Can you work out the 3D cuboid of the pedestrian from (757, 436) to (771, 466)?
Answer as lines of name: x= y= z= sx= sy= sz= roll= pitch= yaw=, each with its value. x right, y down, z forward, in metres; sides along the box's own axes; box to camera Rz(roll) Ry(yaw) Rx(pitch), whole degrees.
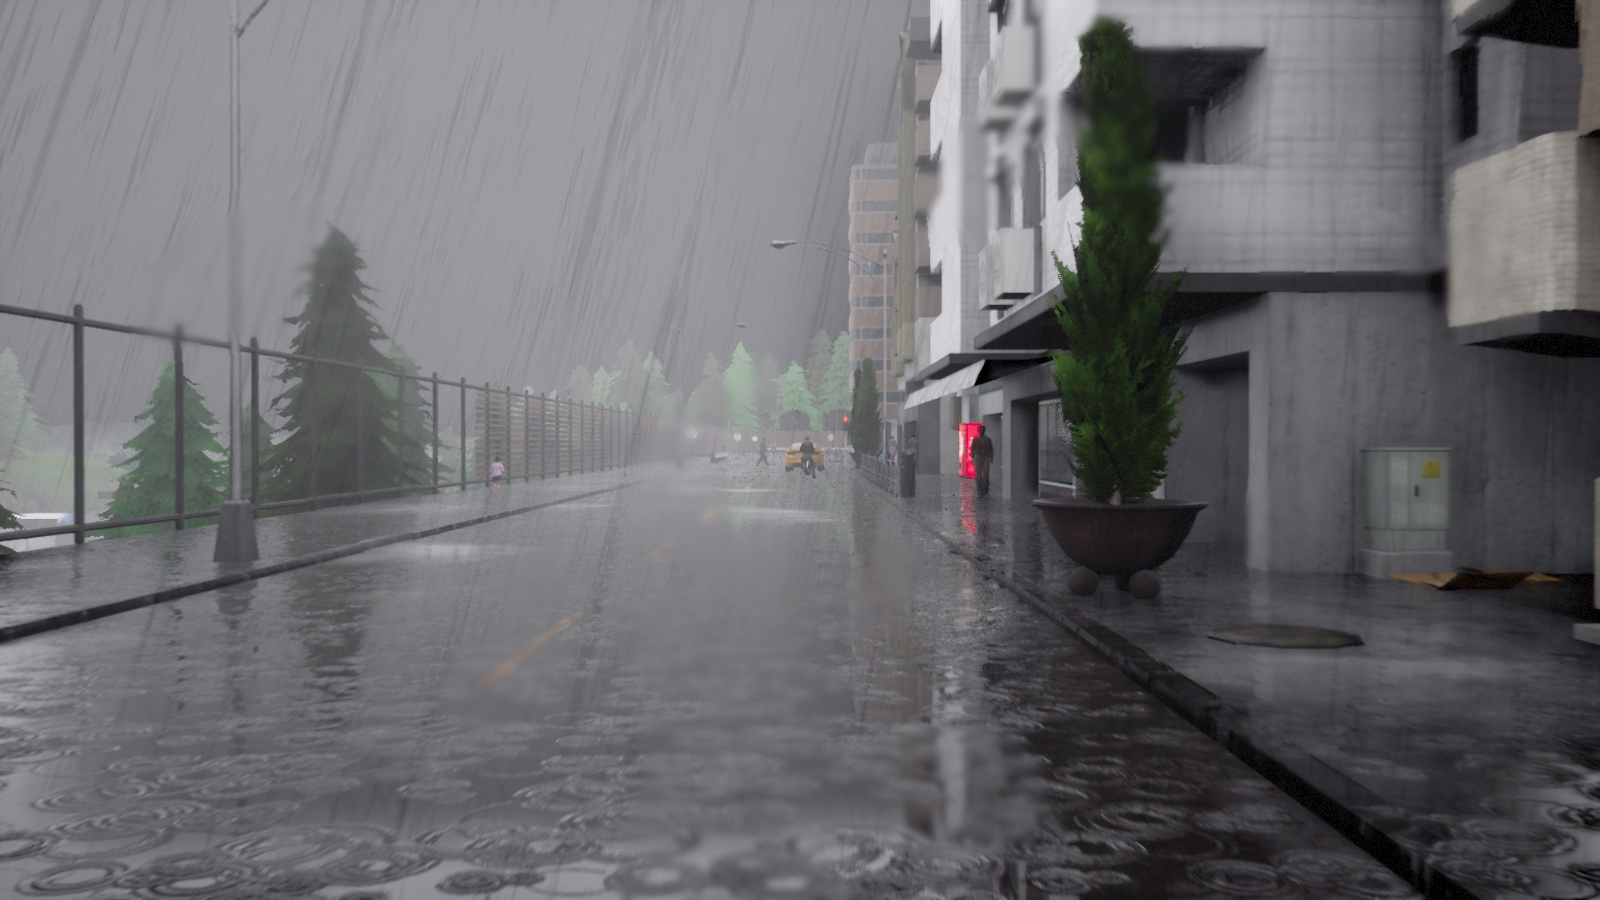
pedestrian: x=-2.232 y=0.070 z=77.537 sx=0.694 sy=1.848 sz=0.540 roll=0 pitch=0 yaw=-18

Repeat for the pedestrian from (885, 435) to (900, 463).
pedestrian: x=6.368 y=-0.070 z=86.173 sx=0.659 sy=1.952 sz=0.873 roll=0 pitch=0 yaw=34

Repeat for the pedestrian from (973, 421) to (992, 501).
pedestrian: x=4.475 y=0.271 z=30.777 sx=0.402 sy=1.930 sz=0.666 roll=0 pitch=0 yaw=2

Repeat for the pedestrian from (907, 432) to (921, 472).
pedestrian: x=5.501 y=0.088 z=60.692 sx=0.659 sy=1.952 sz=0.873 roll=0 pitch=0 yaw=3

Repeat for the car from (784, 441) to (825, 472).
car: x=0.278 y=0.318 z=66.128 sx=1.882 sy=1.535 sz=5.008 roll=0 pitch=0 yaw=3

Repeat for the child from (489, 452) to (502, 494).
child: x=-8.149 y=0.623 z=33.631 sx=0.255 sy=1.110 sz=0.394 roll=0 pitch=0 yaw=1
